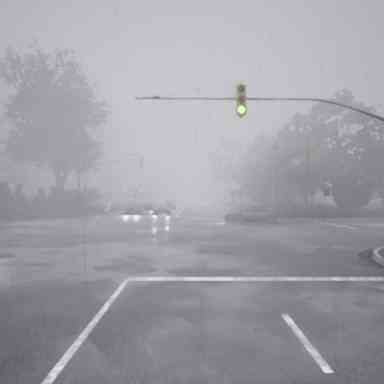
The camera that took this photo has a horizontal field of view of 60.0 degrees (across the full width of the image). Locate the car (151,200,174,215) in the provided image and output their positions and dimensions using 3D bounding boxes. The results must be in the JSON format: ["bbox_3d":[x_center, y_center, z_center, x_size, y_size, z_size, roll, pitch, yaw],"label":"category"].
[{"bbox_3d":[-3.582,2.053,41.205,1.812,1.442,4.674,0,-1,0],"label":"car"}]

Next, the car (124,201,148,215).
[{"bbox_3d":[-7.083,2.089,41.022,1.994,1.385,4.181,0,-1,0],"label":"car"}]

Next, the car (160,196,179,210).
[{"bbox_3d":[-3.613,2.028,54.263,2.097,1.767,4.553,0,-1,0],"label":"car"}]

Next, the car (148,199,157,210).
[{"bbox_3d":[-7.103,2.141,52.952,1.882,1.535,5.008,0,-1,0],"label":"car"}]

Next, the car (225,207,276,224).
[{"bbox_3d":[4.863,1.922,27.806,4.181,1.385,1.994,0,-1,-3],"label":"car"}]
